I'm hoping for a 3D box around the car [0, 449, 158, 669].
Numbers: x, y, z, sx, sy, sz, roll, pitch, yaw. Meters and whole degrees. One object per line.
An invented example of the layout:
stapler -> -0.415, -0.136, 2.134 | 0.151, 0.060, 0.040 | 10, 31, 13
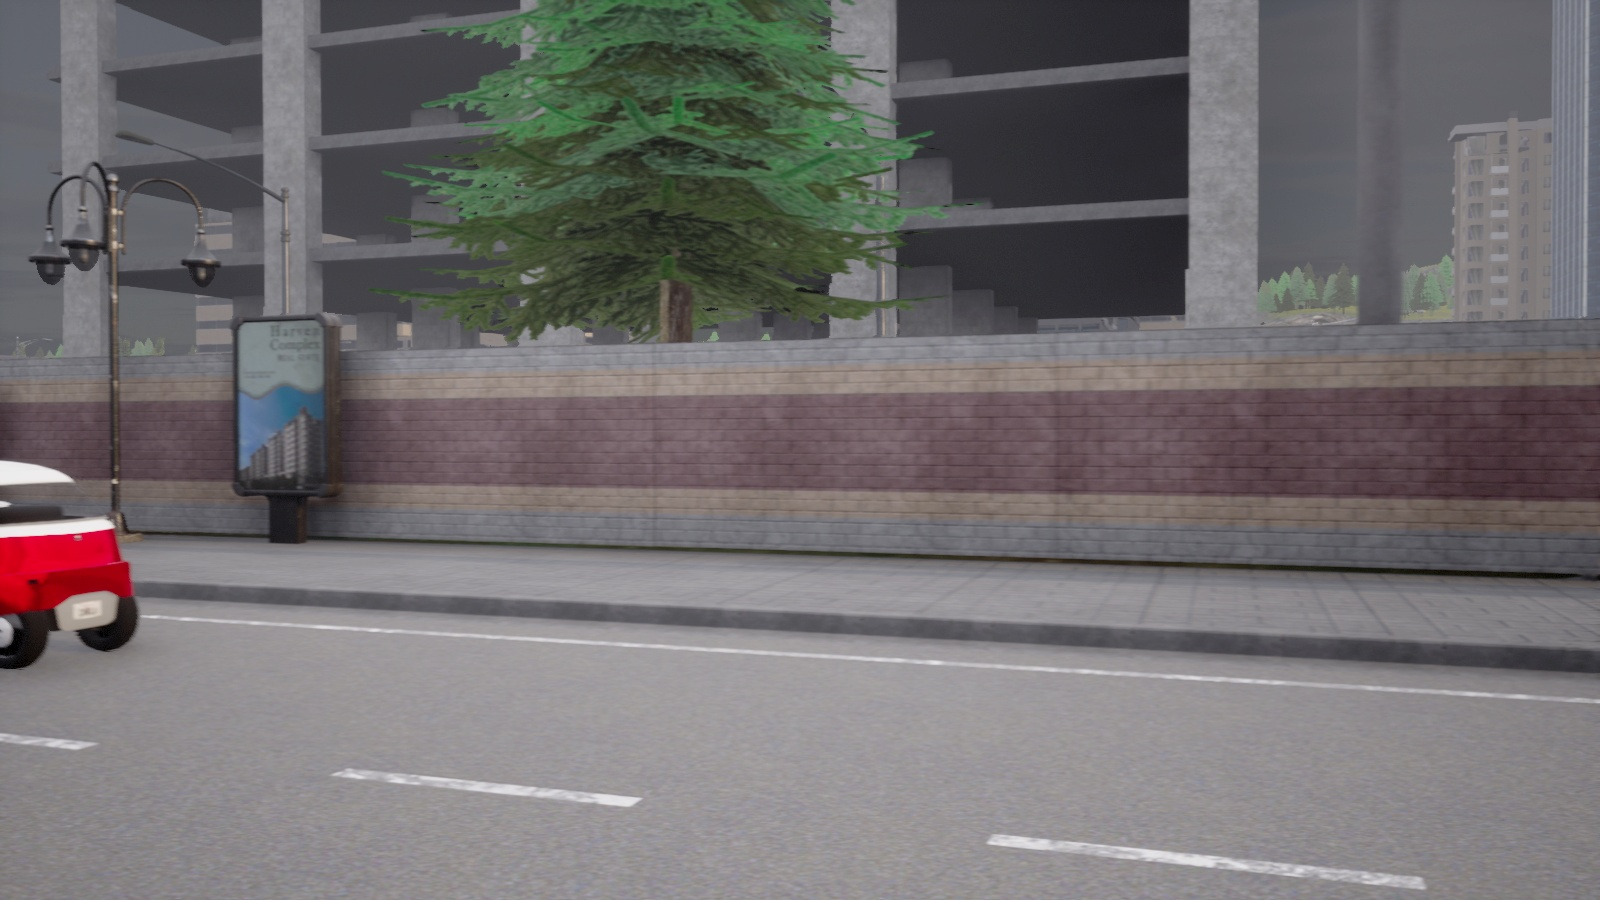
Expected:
car -> -6.020, 0.699, 8.918 | 2.207, 1.376, 1.481 | 1, 1, 18
